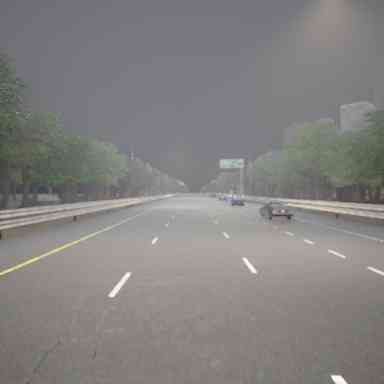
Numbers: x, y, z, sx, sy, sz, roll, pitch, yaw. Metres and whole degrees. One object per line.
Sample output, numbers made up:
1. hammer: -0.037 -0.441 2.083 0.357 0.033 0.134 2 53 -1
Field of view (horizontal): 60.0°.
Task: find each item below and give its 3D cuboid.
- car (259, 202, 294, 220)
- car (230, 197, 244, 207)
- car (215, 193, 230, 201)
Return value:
1. car: 7.059 1.562 28.291 2.033 1.411 5.357 0 0 0
2. car: 7.187 1.524 53.620 1.882 1.535 5.008 0 0 0
3. car: 7.412 1.382 81.963 2.097 1.767 4.553 0 0 1
